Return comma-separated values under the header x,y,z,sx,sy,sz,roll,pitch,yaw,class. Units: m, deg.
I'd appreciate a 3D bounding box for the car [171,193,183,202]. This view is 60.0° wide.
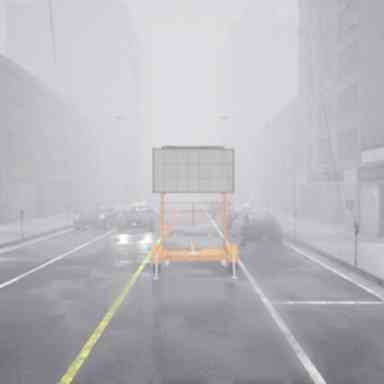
x,y,z,sx,sy,sz,roll,pitch,yaw,class
-2.921,1.083,67.353,2.150,2.045,5.566,0,0,0,car

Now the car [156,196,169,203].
x,y,z,sx,sy,sz,roll,pitch,yaw,class
-5.697,1.431,64.346,2.008,1.369,4.403,-1,0,0,car

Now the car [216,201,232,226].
x,y,z,sx,sy,sz,roll,pitch,yaw,class
2.775,1.498,20.295,1.887,1.381,4.507,-1,0,0,car

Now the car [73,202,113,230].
x,y,z,sx,sy,sz,roll,pitch,yaw,class
-5.751,1.394,20.305,1.967,1.590,4.097,-1,0,0,car

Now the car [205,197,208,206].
x,y,z,sx,sy,sz,roll,pitch,yaw,class
2.795,1.467,36.811,1.887,1.381,4.507,-1,0,0,car

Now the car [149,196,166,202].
x,y,z,sx,sy,sz,roll,pitch,yaw,class
-5.712,1.336,53.336,1.967,1.590,4.097,-1,0,0,car

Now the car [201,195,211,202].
x,y,z,sx,sy,sz,roll,pitch,yaw,class
2.834,1.417,69.842,1.887,1.381,4.507,-1,0,0,car

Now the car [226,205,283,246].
x,y,z,sx,sy,sz,roll,pitch,yaw,class
2.769,1.516,14.790,2.008,1.369,4.403,-1,0,0,car

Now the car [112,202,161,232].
x,y,z,sx,sy,sz,roll,pitch,yaw,class
-3.078,1.519,19.560,1.994,1.385,4.181,0,0,0,car

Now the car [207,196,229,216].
x,y,z,sx,sy,sz,roll,pitch,yaw,class
2.787,1.373,31.305,1.967,1.590,4.097,-1,0,0,car

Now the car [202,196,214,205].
x,y,z,sx,sy,sz,roll,pitch,yaw,class
2.821,1.433,58.831,1.887,1.381,4.507,-1,0,0,car

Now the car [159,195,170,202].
x,y,z,sx,sy,sz,roll,pitch,yaw,class
-5.691,1.417,69.852,1.887,1.381,4.507,-1,0,0,car

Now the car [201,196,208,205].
x,y,z,sx,sy,sz,roll,pitch,yaw,class
2.815,1.462,53.326,1.947,1.339,4.313,-1,0,0,car

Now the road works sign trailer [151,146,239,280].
x,y,z,sx,sy,sz,roll,pitch,yaw,class
0.035,0.440,9.894,2.380,3.560,2.880,0,0,-2,road works sign trailer

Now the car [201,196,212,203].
x,y,z,sx,sy,sz,roll,pitch,yaw,class
2.828,1.425,64.336,1.887,1.381,4.507,-1,0,0,car

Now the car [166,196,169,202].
x,y,z,sx,sy,sz,roll,pitch,yaw,class
-5.704,1.454,58.841,1.947,1.339,4.313,-1,0,0,car
